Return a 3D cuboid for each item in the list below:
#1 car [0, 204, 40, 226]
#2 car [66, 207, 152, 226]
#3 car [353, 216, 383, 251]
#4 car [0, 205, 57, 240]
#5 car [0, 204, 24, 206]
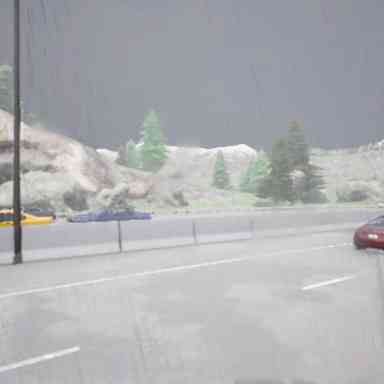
[{"bbox_3d":[-13.835,1.648,24.075,4.892,1.490,1.837,0,0,-35],"label":"car"},{"bbox_3d":[-5.247,1.659,21.552,5.357,1.411,2.033,0,0,-33],"label":"car"},{"bbox_3d":[8.408,1.608,13.307,4.181,1.385,1.994,0,0,-31],"label":"car"},{"bbox_3d":[-8.828,1.567,14.767,5.008,1.535,1.882,0,0,-36],"label":"car"},{"bbox_3d":[-11.367,1.617,21.540,4.902,1.511,2.128,0,0,-35],"label":"car"}]
